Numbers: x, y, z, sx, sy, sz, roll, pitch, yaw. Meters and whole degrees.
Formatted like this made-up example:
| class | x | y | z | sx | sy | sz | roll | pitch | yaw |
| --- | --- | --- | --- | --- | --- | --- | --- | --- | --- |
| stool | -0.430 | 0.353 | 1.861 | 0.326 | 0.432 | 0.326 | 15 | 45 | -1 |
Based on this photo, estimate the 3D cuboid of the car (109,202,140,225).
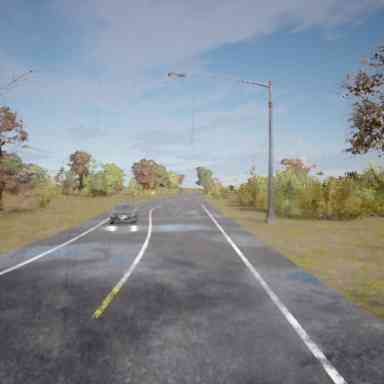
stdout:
| class | x | y | z | sx | sy | sz | roll | pitch | yaw |
| --- | --- | --- | --- | --- | --- | --- | --- | --- | --- |
| car | -4.877 | 1.496 | 24.375 | 1.837 | 1.490 | 4.892 | 0 | 0 | -7 |
